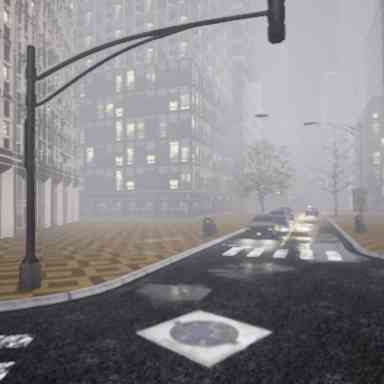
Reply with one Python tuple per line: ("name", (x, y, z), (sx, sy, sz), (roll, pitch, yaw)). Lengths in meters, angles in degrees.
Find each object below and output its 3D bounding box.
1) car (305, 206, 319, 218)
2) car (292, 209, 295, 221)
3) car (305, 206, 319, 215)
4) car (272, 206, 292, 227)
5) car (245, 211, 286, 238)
("car", (17.626, 2.963, 48.872), (2.128, 1.511, 4.902), (-1, -2, 20))
("car", (11.797, 2.628, 41.800), (2.097, 1.767, 4.553), (-1, -2, 20))
("car", (21.150, 3.264, 58.669), (2.128, 1.511, 4.902), (-1, -2, 20))
("car", (8.379, 2.469, 32.300), (1.882, 1.535, 5.008), (-1, -2, 20))
("car", (4.990, 2.259, 22.899), (2.033, 1.411, 5.357), (-1, -2, 20))
